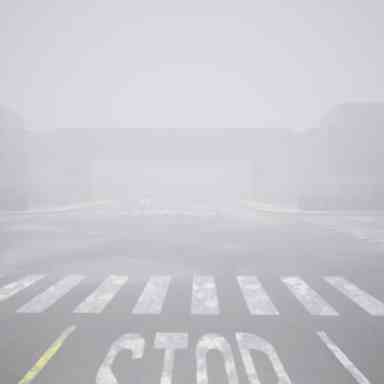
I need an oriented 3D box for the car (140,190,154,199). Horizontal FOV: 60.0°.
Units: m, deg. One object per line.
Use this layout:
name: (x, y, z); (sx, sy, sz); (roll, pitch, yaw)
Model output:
car: (-7.659, 0.394, 56.761); (2.128, 1.511, 4.902); (0, 1, 0)
